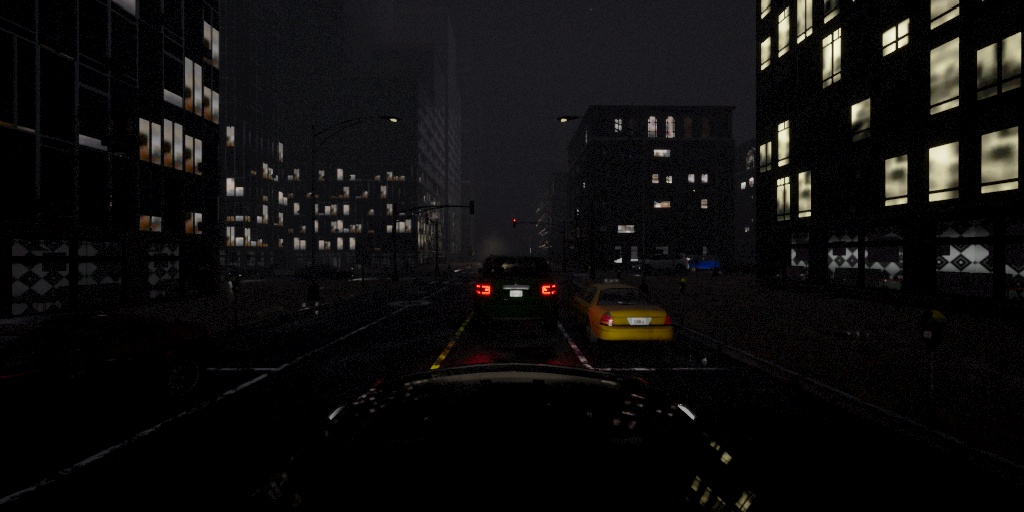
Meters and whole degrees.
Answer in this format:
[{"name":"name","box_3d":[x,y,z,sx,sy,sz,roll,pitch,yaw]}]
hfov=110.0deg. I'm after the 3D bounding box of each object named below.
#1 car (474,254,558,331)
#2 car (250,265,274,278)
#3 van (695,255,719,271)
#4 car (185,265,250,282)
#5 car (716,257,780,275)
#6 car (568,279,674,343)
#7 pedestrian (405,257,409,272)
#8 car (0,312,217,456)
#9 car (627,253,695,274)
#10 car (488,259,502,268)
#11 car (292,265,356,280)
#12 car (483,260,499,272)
[{"name":"car","box_3d":[0.090,0.971,11.072,2.150,2.045,5.566,0,0,0]},{"name":"car","box_3d":[-28.436,1.648,39.143,4.403,1.370,2.007,0,0,-1]},{"name":"van","box_3d":[20.945,0.800,39.800,3.998,1.789,1.690,0,0,-1]},{"name":"car","box_3d":[-28.039,1.610,33.767,4.892,1.490,1.837,-1,0,-1]},{"name":"car","box_3d":[21.060,1.019,31.921,4.507,1.381,1.888,0,0,-1]},{"name":"car","box_3d":[2.558,1.275,9.519,1.751,1.417,4.829,0,0,0]},{"name":"pedestrian","box_3d":[-12.387,1.020,42.342,0.375,1.860,0.375,0,1,-1]},{"name":"car","box_3d":[-5.317,1.332,3.783,1.802,1.307,4.207,0,0,0]},{"name":"car","box_3d":[15.401,0.755,37.271,5.566,2.045,2.150,-1,0,-1]},{"name":"car","box_3d":[-2.866,1.246,60.306,2.128,1.511,4.902,0,0,0]},{"name":"car","box_3d":[-17.719,1.515,33.907,5.357,1.411,2.033,-1,0,-1]},{"name":"car","box_3d":[-2.742,1.299,47.281,2.033,1.411,5.357,0,0,-2]}]
